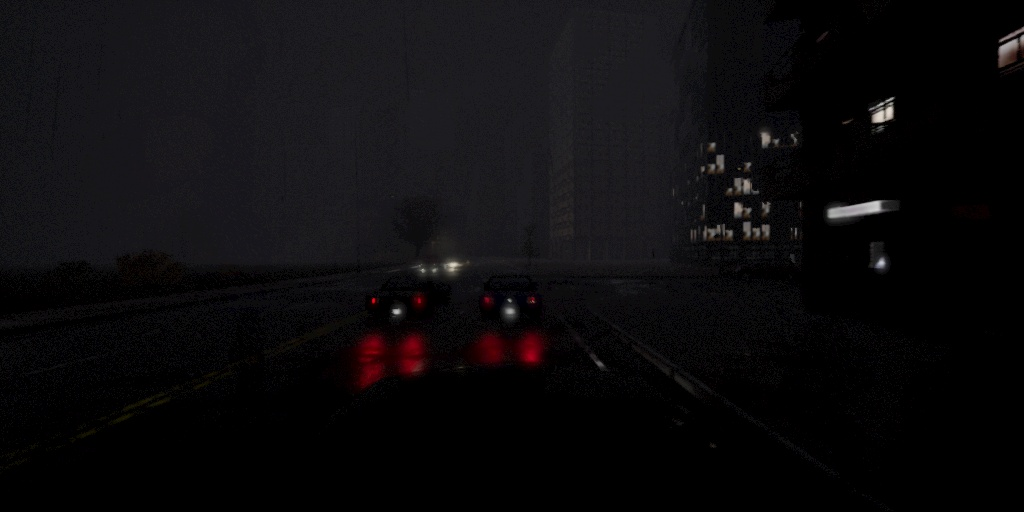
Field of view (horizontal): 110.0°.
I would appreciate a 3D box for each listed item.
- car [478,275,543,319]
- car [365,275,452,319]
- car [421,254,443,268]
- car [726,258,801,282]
[{"bbox_3d":[-0.066,1.297,12.550,1.895,1.301,4.718,0,0,-1],"label":"car"},{"bbox_3d":[-3.315,1.299,12.513,1.895,1.301,4.718,0,0,-1],"label":"car"},{"bbox_3d":[-11.869,0.722,52.436,2.150,2.045,5.566,0,0,-4],"label":"car"},{"bbox_3d":[17.043,0.889,24.536,4.097,1.591,1.967,0,0,13],"label":"car"}]
